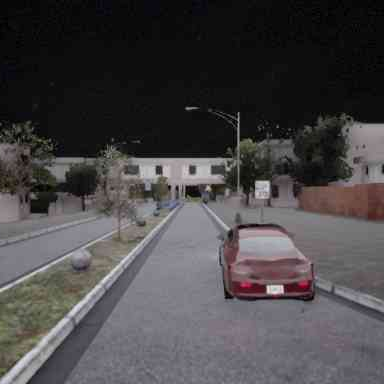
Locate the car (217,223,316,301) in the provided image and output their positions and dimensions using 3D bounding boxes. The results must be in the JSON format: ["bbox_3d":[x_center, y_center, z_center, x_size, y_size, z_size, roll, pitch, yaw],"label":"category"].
[{"bbox_3d":[1.631,1.492,8.203,1.812,1.442,4.674,-2,2,4],"label":"car"}]
